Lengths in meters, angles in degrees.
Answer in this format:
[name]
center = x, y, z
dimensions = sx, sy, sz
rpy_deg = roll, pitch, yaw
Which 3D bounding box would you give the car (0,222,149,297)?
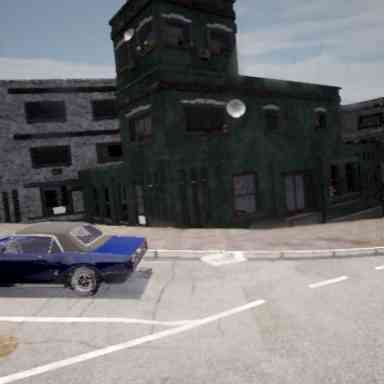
[car]
center = -3.457, 1.381, 7.455
dimensions = 4.718, 1.301, 1.895
rpy_deg = 0, 4, 2
